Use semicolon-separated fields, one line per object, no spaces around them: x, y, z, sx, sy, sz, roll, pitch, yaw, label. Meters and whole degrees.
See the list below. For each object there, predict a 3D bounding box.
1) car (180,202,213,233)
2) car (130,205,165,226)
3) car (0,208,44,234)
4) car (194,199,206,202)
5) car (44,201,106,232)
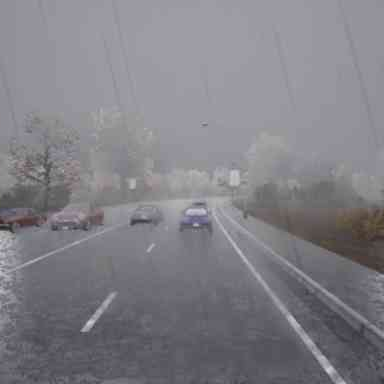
0.263;1.573;19.964;1.812;1.442;4.674;0;0;1;car
-3.145;1.619;24.118;1.994;1.385;4.181;0;0;1;car
-10.437;1.642;19.675;1.895;1.301;4.718;0;0;1;car
0.946;1.599;39.617;1.837;1.490;4.892;0;0;3;car
-6.909;1.397;20.543;2.097;1.767;4.553;0;0;1;car
